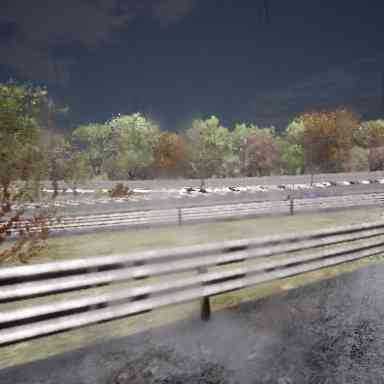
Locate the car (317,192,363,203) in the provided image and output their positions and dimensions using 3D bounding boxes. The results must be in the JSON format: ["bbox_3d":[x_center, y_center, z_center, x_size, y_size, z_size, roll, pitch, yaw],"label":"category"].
[{"bbox_3d":[16.338,0.723,36.113,4.181,1.385,1.994,-4,2,-15],"label":"car"}]

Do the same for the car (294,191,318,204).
[{"bbox_3d":[15.324,0.654,39.467,5.357,1.411,2.033,-4,2,-15],"label":"car"}]

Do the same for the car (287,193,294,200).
[{"bbox_3d":[14.340,0.617,42.825,4.181,1.385,1.994,-4,2,-15],"label":"car"}]
